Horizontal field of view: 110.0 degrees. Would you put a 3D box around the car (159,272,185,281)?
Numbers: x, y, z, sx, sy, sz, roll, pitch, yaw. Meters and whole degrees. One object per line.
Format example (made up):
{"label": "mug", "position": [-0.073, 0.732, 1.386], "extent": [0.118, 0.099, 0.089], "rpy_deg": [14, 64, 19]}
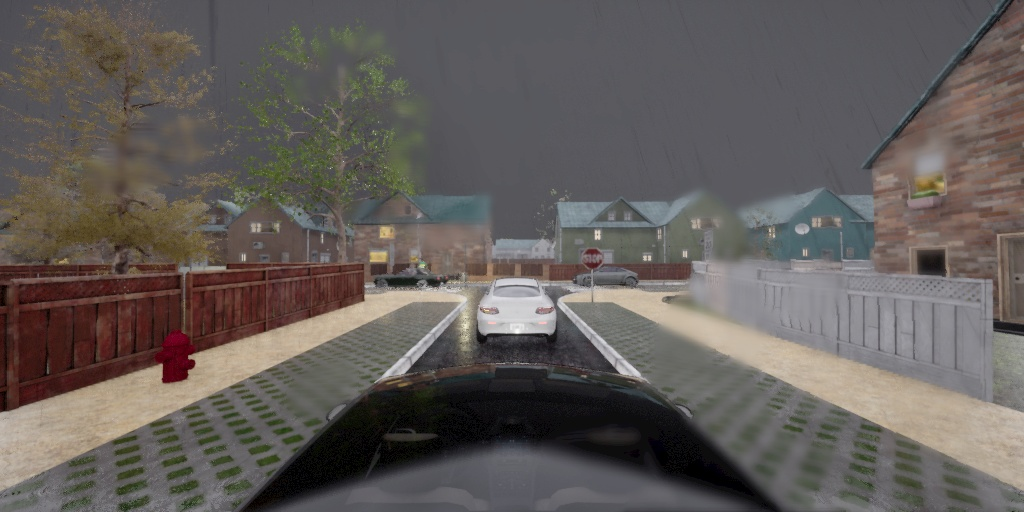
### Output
{"label": "car", "position": [-20.931, 1.580, 21.048], "extent": [4.718, 1.301, 1.895], "rpy_deg": [-1, -1, 1]}

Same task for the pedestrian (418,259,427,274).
{"label": "pedestrian", "position": [-6.683, 1.118, 26.716], "extent": [0.375, 1.860, 0.375], "rpy_deg": [0, -1, 1]}

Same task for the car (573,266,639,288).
{"label": "car", "position": [6.105, 1.348, 23.618], "extent": [4.181, 1.385, 1.994], "rpy_deg": [0, -1, 1]}

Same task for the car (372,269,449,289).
{"label": "car", "position": [-6.732, 1.503, 23.730], "extent": [4.718, 1.301, 1.895], "rpy_deg": [-1, -2, 14]}

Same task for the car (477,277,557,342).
{"label": "car", "position": [0.108, 1.279, 9.622], "extent": [1.812, 1.442, 4.674], "rpy_deg": [0, 0, 0]}
